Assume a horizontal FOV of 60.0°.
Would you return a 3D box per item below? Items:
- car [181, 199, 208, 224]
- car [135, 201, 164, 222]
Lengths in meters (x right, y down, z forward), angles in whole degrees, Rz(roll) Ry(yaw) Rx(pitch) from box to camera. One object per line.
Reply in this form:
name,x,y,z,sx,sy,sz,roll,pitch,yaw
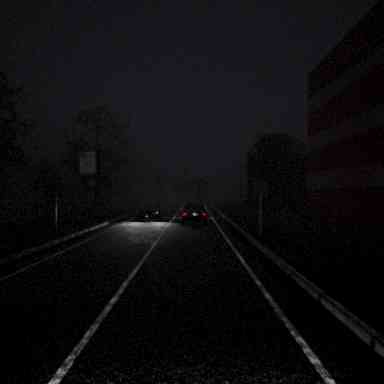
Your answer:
car,0.176,1.506,24.320,2.033,1.411,5.357,0,0,0
car,-3.252,1.477,26.227,1.812,1.442,4.674,0,0,0
